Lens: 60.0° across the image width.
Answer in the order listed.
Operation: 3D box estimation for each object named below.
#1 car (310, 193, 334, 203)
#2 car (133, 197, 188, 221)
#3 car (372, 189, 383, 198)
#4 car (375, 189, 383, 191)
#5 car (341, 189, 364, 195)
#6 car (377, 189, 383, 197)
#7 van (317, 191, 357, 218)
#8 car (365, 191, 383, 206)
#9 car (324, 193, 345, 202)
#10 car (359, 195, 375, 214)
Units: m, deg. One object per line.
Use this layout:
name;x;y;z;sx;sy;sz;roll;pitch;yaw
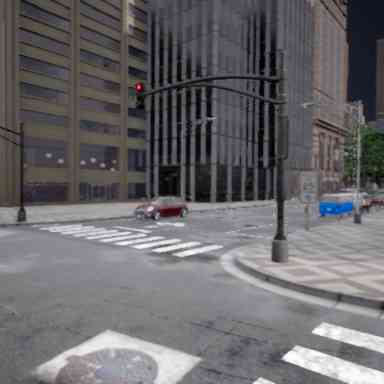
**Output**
car;18.947;0.839;48.239;1.887;1.381;4.507;2;2;40
car;-2.180;1.069;23.356;1.967;1.590;4.097;2;2;40
car;43.601;0.284;77.263;2.192;1.841;5.009;2;1;40
car;25.451;0.794;42.722;2.192;1.841;5.009;2;1;40
car;22.712;0.553;48.394;2.150;2.045;5.566;2;2;40
car;47.122;0.239;81.411;2.192;1.841;5.009;2;1;40
van;11.364;1.039;26.133;1.690;1.788;3.998;2;2;40
car;21.927;0.968;38.577;1.967;1.590;4.097;2;2;40
car;22.468;0.829;52.386;1.802;1.307;4.206;2;1;40
car;14.884;1.222;30.286;1.802;1.307;4.206;2;2;40
